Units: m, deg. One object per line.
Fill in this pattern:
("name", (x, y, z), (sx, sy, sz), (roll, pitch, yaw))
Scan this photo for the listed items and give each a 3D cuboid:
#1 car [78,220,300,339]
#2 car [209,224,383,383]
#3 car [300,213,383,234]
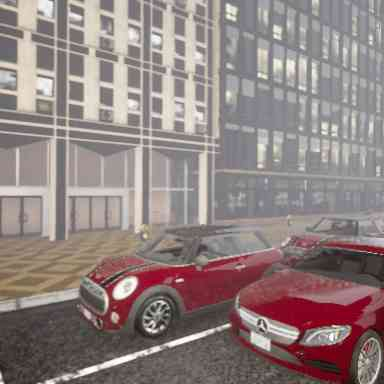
("car", (-0.054, 1.425, 6.509), (4.097, 1.590, 1.967), (0, 1, -36))
("car", (2.707, 1.504, 5.309), (4.674, 1.442, 1.812), (0, 0, -36))
("car", (4.402, 1.401, 9.689), (4.097, 1.590, 1.967), (0, 1, -36))
